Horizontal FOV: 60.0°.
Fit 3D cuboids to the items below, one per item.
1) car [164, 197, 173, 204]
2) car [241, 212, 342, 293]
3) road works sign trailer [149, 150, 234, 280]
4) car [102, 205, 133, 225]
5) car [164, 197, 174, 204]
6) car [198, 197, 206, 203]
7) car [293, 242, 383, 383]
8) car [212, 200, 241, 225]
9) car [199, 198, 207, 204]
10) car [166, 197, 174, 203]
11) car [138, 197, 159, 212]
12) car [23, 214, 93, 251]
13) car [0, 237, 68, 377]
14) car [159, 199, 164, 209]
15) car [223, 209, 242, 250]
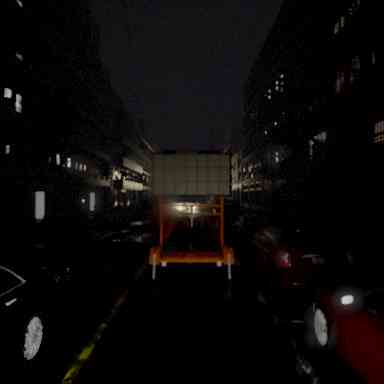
[{"bbox_3d":[-5.751,2.010,82.271,1.967,1.590,4.097,0,0,0],"label":"car"},{"bbox_3d":[2.685,1.506,9.003,1.967,1.590,4.097,0,0,0],"label":"car"},{"bbox_3d":[-0.008,0.538,10.140,2.380,3.560,2.880,0,0,0],"label":"road works sign trailer"},{"bbox_3d":[-5.709,1.710,25.738,1.752,1.417,4.829,0,0,0],"label":"car"},{"bbox_3d":[-5.745,1.847,76.637,2.192,1.841,5.009,0,0,0],"label":"car"},{"bbox_3d":[2.625,2.153,87.909,1.887,1.381,4.507,0,0,0],"label":"car"},{"bbox_3d":[2.689,1.570,3.366,1.887,1.381,4.507,0,0,0],"label":"car"},{"bbox_3d":[2.673,1.501,25.912,2.192,1.841,5.009,0,0,0],"label":"car"},{"bbox_3d":[2.634,2.059,76.807,1.752,1.417,4.829,0,0,0],"label":"car"},{"bbox_3d":[-5.755,2.153,87.908,1.887,1.381,4.507,0,0,0],"label":"car"},{"bbox_3d":[-5.721,1.742,42.818,1.967,1.590,4.097,0,0,0],"label":"car"},{"bbox_3d":[-5.701,1.672,14.634,1.947,1.339,4.313,0,0,0],"label":"car"},{"bbox_3d":[-3.002,1.526,3.024,1.837,1.490,4.892,0,0,0],"label":"car"},{"bbox_3d":[-5.725,1.656,48.455,2.192,1.841,5.009,0,0,0],"label":"car"},{"bbox_3d":[2.681,1.657,14.638,2.008,1.369,4.403,0,0,0],"label":"car"}]
